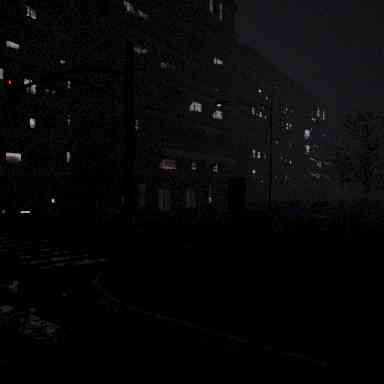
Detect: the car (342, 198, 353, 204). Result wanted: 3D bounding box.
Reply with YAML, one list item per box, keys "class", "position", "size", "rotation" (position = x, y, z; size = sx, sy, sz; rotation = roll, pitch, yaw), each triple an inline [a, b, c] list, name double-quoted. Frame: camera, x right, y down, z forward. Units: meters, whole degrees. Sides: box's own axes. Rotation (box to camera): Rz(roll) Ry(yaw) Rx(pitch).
- class: "car"
  position: [40.249, 2.221, 85.883]
  size: [1.752, 1.417, 4.829]
  rotation: [1, 0, 36]

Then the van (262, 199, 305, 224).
- class: "van"
  position: [7.648, 1.648, 27.618]
  size: [1.690, 1.788, 3.998]
  rotation: [1, 0, 36]

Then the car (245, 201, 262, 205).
- class: "car"
  position: [7.483, 1.840, 41.505]
  size: [1.802, 1.307, 4.206]
  rotation: [1, 0, 36]

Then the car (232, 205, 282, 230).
- class: "car"
  position: [4.359, 1.827, 23.167]
  size: [1.947, 1.339, 4.313]
  rotation: [1, 0, 36]

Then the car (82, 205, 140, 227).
- class: "car"
  position: [-5.664, 1.626, 23.699]
  size: [2.008, 1.369, 4.403]
  rotation: [1, 0, 36]

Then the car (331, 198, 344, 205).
- class: "car"
  position: [33.776, 2.177, 77.117]
  size: [1.947, 1.339, 4.313]
  rotation: [1, 0, 36]

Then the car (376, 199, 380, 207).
- class: "car"
  position: [33.940, 2.104, 63.230]
  size: [1.967, 1.590, 4.097]
  rotation: [1, 0, 36]

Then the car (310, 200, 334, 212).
- class: "car"
  position: [18.097, 1.914, 46.121]
  size: [1.882, 1.535, 5.008]
  rotation: [1, 0, 36]

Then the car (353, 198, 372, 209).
- class: "car"
  position: [27.368, 1.891, 54.328]
  size: [2.192, 1.841, 5.009]
  rotation: [1, 0, 36]

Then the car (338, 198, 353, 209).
- class: "car"
  position: [24.071, 2.064, 54.235]
  size: [2.033, 1.411, 5.357]
  rotation: [1, 0, 37]

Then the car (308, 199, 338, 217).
- class: "car"
  position: [14.221, 1.838, 36.522]
  size: [1.967, 1.590, 4.097]
  rotation: [1, 0, 36]

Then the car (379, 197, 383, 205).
- class: "car"
  position: [47.089, 2.151, 81.036]
  size: [2.192, 1.841, 5.009]
  rotation: [1, 0, 36]

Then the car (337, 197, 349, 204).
- class: "car"
  position: [37.064, 2.094, 81.569]
  size: [1.967, 1.590, 4.097]
  rotation: [1, 0, 36]

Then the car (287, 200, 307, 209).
- class: "car"
  position: [17.343, 1.975, 54.860]
  size: [1.802, 1.307, 4.206]
  rotation: [1, 0, 36]

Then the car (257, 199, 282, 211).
- class: "car"
  position: [10.771, 1.743, 45.957]
  size: [1.967, 1.590, 4.097]
  rotation: [1, 0, 36]

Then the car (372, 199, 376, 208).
- class: "car"
  position: [30.652, 2.202, 58.778]
  size: [1.802, 1.307, 4.206]
  rotation: [1, 0, 36]

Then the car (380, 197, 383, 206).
- class: "car"
  position: [37.226, 2.252, 67.681]
  size: [1.887, 1.381, 4.507]
  rotation: [1, 0, 36]

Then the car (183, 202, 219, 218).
- class: "car"
  position: [0.910, 1.712, 32.602]
  size: [1.887, 1.381, 4.507]
  rotation: [1, 0, 36]
